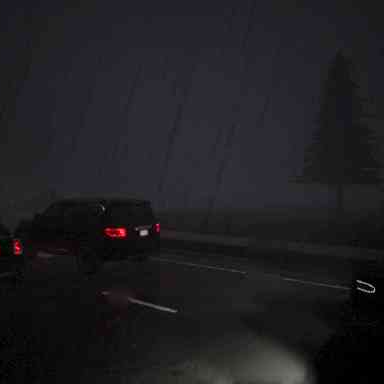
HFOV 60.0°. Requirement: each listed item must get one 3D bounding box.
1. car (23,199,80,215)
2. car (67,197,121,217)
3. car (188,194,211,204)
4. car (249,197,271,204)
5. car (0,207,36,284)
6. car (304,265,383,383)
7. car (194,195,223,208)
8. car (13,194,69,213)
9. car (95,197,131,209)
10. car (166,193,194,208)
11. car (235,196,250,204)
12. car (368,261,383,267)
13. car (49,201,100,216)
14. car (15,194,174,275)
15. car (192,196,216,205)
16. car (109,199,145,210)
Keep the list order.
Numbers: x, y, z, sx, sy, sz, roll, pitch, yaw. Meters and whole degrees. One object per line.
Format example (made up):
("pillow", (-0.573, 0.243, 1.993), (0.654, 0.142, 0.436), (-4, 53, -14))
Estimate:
("car", (-14.933, 1.547, 35.679), (2.033, 1.411, 5.357), (0, 0, 36))
("car", (-9.234, 1.353, 31.605), (2.097, 1.767, 4.553), (0, 0, 36))
("car", (1.506, 1.351, 64.020), (2.097, 1.767, 4.553), (0, 0, 37))
("car", (13.008, 1.653, 61.880), (1.895, 1.301, 4.718), (0, 0, 36))
("car", (-6.249, 1.352, 8.414), (4.553, 1.767, 2.097), (0, 0, 36))
("car", (2.809, 1.564, 1.985), (4.181, 1.385, 1.994), (0, 0, 35))
("car", (2.446, 1.547, 47.594), (2.033, 1.411, 5.357), (0, 0, 36))
("car", (-17.317, 1.222, 38.349), (2.150, 2.045, 5.566), (0, 0, 36))
("car", (-11.037, 1.504, 46.940), (1.837, 1.490, 4.892), (0, 0, 36))
("car", (-2.596, 1.221, 46.626), (2.150, 2.045, 5.566), (0, 0, 36))
("car", (10.184, 1.547, 63.947), (2.033, 1.411, 5.357), (0, 0, 36))
("car", (5.006, 1.478, 4.718), (5.008, 1.535, 1.882), (0, 0, 35))
("car", (-11.879, 1.601, 33.925), (1.895, 1.301, 4.718), (0, 0, 36))
("car", (-3.505, 1.221, 10.755), (5.566, 2.045, 2.150), (0, 0, 36))
("car", (2.192, 1.477, 59.067), (1.882, 1.535, 5.008), (0, 0, 36))
("car", (-8.613, 1.600, 44.326), (1.895, 1.301, 4.718), (0, 0, 36))
